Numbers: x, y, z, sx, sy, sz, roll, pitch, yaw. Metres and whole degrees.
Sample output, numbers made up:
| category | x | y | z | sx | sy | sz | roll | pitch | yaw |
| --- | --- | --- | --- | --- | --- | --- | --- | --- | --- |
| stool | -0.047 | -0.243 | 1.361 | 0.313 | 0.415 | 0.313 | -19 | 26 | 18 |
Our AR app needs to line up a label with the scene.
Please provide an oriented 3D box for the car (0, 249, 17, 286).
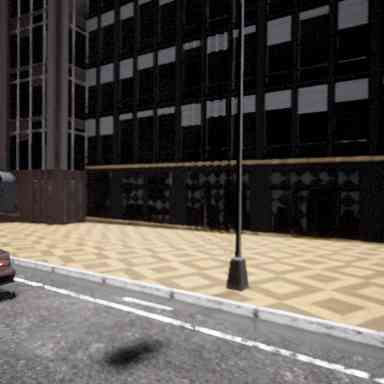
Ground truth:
| category | x | y | z | sx | sy | sz | roll | pitch | yaw |
| --- | --- | --- | --- | --- | --- | --- | --- | --- | --- |
| car | -6.380 | 1.544 | 7.882 | 5.357 | 1.411 | 2.033 | 0 | 0 | 33 |
